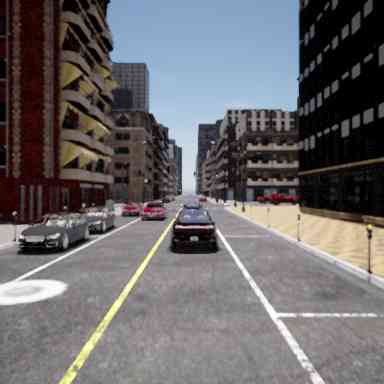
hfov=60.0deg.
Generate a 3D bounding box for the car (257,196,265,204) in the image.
[{"bbox_3d":[14.557,1.155,61.112,5.009,1.841,2.192,-1,1,0],"label":"car"}]

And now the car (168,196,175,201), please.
[{"bbox_3d":[-5.694,1.762,91.672,1.752,1.417,4.829,0,0,0],"label":"car"}]

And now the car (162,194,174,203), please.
[{"bbox_3d":[-5.693,1.752,74.794,1.947,1.339,4.313,0,0,0],"label":"car"}]

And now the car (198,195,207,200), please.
[{"bbox_3d":[2.687,1.643,80.479,1.967,1.590,4.097,0,0,0],"label":"car"}]

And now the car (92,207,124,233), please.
[{"bbox_3d":[-5.691,1.594,19.853,2.008,1.369,4.403,0,0,0],"label":"car"}]

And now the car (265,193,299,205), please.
[{"bbox_3d":[14.692,1.150,52.734,5.009,1.841,2.192,-1,1,0],"label":"car"}]

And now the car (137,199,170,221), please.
[{"bbox_3d":[-3.095,1.588,27.891,1.812,1.442,4.674,0,0,0],"label":"car"}]

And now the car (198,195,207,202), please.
[{"bbox_3d":[2.687,1.660,86.162,1.967,1.590,4.097,0,0,0],"label":"car"}]

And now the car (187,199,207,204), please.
[{"bbox_3d":[0.091,1.632,30.577,1.994,1.385,4.181,0,0,0],"label":"car"}]

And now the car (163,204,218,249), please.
[{"bbox_3d":[0.090,1.525,14.856,2.128,1.511,4.902,0,0,0],"label":"car"}]

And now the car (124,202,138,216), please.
[{"bbox_3d":[-5.742,1.655,32.771,1.802,1.307,4.206,0,0,0],"label":"car"}]

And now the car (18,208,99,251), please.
[{"bbox_3d":[-5.692,1.581,14.205,2.008,1.369,4.403,0,0,0],"label":"car"}]
